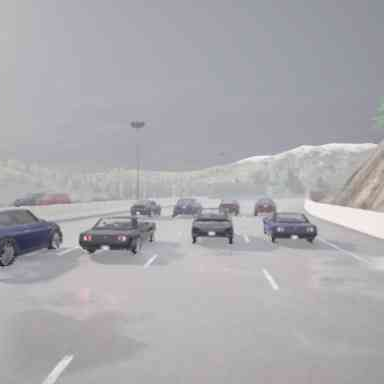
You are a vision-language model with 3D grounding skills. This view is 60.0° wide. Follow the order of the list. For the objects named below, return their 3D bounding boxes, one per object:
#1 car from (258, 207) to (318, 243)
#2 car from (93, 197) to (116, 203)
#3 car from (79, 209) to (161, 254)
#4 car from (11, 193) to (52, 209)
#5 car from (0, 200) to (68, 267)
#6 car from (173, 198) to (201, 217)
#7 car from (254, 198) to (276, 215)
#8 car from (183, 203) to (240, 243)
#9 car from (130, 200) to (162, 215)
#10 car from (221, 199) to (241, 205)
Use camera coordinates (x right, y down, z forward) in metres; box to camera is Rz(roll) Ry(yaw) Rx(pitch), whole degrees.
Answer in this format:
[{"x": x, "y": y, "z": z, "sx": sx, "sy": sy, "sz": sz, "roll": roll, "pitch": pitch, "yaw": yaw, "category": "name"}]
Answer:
[{"x": 4.562, "y": 1.610, "z": 16.207, "sx": 1.895, "sy": 1.301, "sz": 4.718, "roll": 0, "pitch": 0, "yaw": 6, "category": "car"}, {"x": -11.338, "y": 1.475, "z": 46.282, "sx": 1.837, "sy": 1.490, "sz": 4.892, "roll": 0, "pitch": -1, "yaw": 15, "category": "car"}, {"x": -2.728, "y": 1.593, "z": 13.411, "sx": 1.895, "sy": 1.301, "sz": 4.718, "roll": 0, "pitch": 0, "yaw": 5, "category": "car"}, {"x": -22.174, "y": 1.168, "z": 46.293, "sx": 2.150, "sy": 2.045, "sz": 5.566, "roll": 0, "pitch": 0, "yaw": 14, "category": "car"}, {"x": -6.363, "y": 1.336, "z": 11.506, "sx": 2.097, "sy": 1.767, "sz": 4.553, "roll": 0, "pitch": 0, "yaw": 4, "category": "car"}, {"x": -0.302, "y": 1.348, "z": 30.868, "sx": 2.097, "sy": 1.767, "sz": 4.553, "roll": 0, "pitch": 0, "yaw": 11, "category": "car"}, {"x": 7.357, "y": 1.365, "z": 33.424, "sx": 2.097, "sy": 1.767, "sz": 4.553, "roll": 0, "pitch": 0, "yaw": 12, "category": "car"}, {"x": 1.056, "y": 1.492, "z": 16.091, "sx": 2.128, "sy": 1.511, "sz": 4.902, "roll": 0, "pitch": 0, "yaw": 6, "category": "car"}, {"x": -4.053, "y": 1.492, "z": 29.893, "sx": 1.837, "sy": 1.490, "sz": 4.892, "roll": 0, "pitch": 0, "yaw": 10, "category": "car"}, {"x": 3.889, "y": 1.483, "z": 34.008, "sx": 1.882, "sy": 1.535, "sz": 5.008, "roll": 0, "pitch": 0, "yaw": 12, "category": "car"}]
